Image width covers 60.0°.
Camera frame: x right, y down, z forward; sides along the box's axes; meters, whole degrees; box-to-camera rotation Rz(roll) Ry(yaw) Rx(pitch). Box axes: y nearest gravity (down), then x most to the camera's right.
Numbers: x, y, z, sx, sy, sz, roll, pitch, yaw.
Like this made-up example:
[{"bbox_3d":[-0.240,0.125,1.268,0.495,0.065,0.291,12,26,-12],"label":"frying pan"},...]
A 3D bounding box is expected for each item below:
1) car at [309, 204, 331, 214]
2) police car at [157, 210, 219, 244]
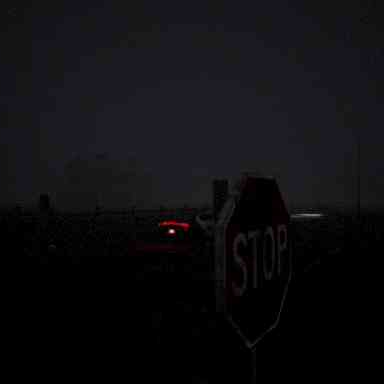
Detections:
[{"bbox_3d":[18.080,2.338,46.943,1.895,1.301,4.718,-1,-1,35],"label":"car"},{"bbox_3d":[0.456,1.733,17.446,2.038,1.542,4.974,-1,-1,35],"label":"police car"}]
